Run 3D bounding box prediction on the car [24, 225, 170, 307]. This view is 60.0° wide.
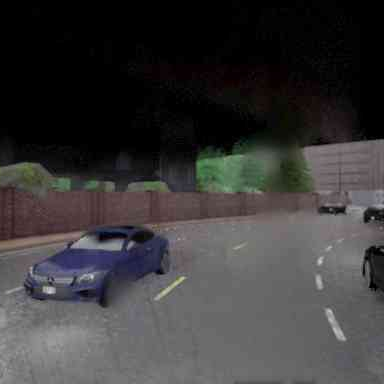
[{"bbox_3d":[-1.998,1.616,8.485,1.812,1.442,4.674,0,-1,17],"label":"car"}]

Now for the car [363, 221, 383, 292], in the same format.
[{"bbox_3d":[4.781,1.576,6.446,2.128,1.511,4.902,0,-1,15],"label":"car"}]

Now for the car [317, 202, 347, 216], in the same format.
[{"bbox_3d":[16.516,1.952,39.092,1.882,1.535,5.008,-1,-1,45],"label":"car"}]

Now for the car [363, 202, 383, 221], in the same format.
[{"bbox_3d":[16.298,1.863,28.586,1.837,1.490,4.892,0,-1,45],"label":"car"}]
